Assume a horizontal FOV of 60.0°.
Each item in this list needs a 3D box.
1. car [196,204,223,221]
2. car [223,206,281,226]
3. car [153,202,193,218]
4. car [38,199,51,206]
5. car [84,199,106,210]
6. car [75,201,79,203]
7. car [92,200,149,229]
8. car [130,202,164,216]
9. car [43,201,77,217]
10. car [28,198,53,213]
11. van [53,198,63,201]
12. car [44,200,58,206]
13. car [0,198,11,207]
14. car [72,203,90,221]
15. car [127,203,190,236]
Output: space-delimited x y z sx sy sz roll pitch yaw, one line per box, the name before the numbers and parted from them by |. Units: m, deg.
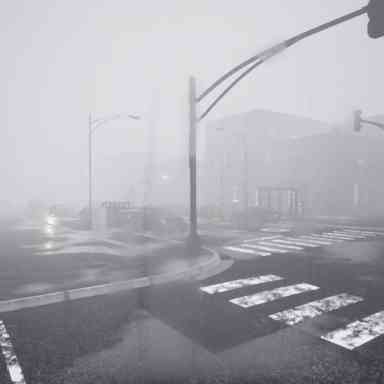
car | 1.303 1.753 29.916 1.752 1.417 4.829 -1 0 -36
car | 4.751 1.725 25.222 1.947 1.339 4.313 -1 0 -36
car | -2.044 1.821 34.473 1.752 1.417 4.829 -1 0 -36
car | -35.510 2.495 80.041 1.752 1.417 4.829 -1 0 -36
car | -15.333 2.003 52.563 1.967 1.590 4.097 -1 0 -36
car | -22.022 2.280 61.677 1.802 1.307 4.206 -1 0 -36
car | -5.346 1.616 24.862 2.192 1.841 5.009 -1 0 -36
car | -5.290 1.911 38.893 2.008 1.369 4.403 -1 0 -36
car | -15.382 2.053 38.532 2.008 1.369 4.403 -1 0 -36
car | -22.080 1.952 47.645 2.192 1.841 5.009 -1 0 -36
van | -28.721 2.174 70.790 1.690 1.788 3.998 -1 0 -36
car | -32.062 2.445 75.347 1.887 1.381 4.507 -1 0 -36
car | -42.194 2.358 74.961 2.192 1.841 5.009 -1 0 -36
car | -8.688 1.919 29.419 2.008 1.369 4.403 -1 0 -36
car | -1.997 1.674 20.305 1.967 1.590 4.097 -1 0 -36
